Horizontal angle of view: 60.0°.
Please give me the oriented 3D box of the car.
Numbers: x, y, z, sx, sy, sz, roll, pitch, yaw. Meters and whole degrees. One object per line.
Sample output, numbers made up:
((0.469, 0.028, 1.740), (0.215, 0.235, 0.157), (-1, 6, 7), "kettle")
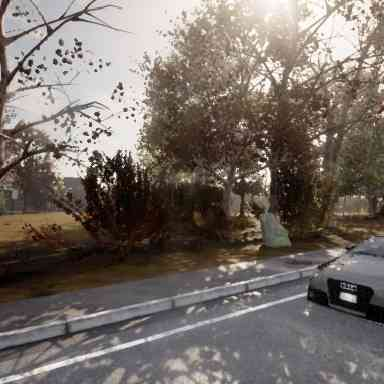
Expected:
((4.224, 1.573, 6.692), (4.181, 1.385, 1.994), (0, 0, -35), "car")
